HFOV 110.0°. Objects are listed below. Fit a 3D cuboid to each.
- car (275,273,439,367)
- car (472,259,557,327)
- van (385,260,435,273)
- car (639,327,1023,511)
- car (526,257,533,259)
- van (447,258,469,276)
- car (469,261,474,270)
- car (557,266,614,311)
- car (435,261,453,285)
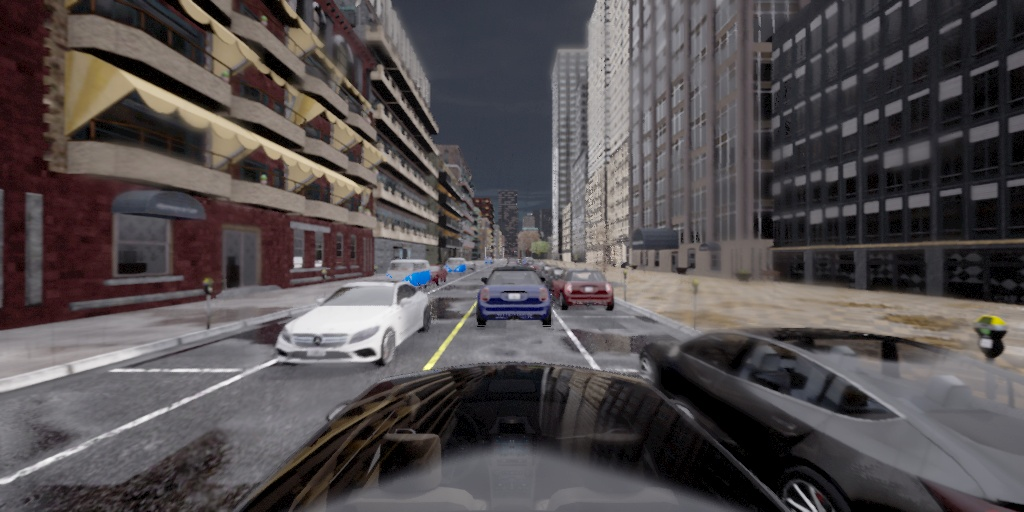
[{"bbox_3d":[-3.113,1.275,8.051,1.812,1.442,4.674,0,0,0],"label":"car"},{"bbox_3d":[0.044,1.101,11.701,2.097,1.767,4.553,0,0,-1],"label":"car"},{"bbox_3d":[-5.692,1.091,19.990,1.690,1.789,3.998,0,0,0],"label":"van"},{"bbox_3d":[2.691,1.315,3.422,1.948,1.339,4.313,0,0,0],"label":"car"},{"bbox_3d":[2.686,1.192,36.558,1.967,1.591,4.097,0,0,0],"label":"car"},{"bbox_3d":[-5.695,1.093,36.558,1.690,1.789,3.998,0,0,0],"label":"van"},{"bbox_3d":[-5.697,1.309,47.603,2.007,1.370,4.403,0,0,0],"label":"car"},{"bbox_3d":[2.690,1.189,14.467,1.967,1.591,4.097,0,0,0],"label":"car"},{"bbox_3d":[-5.693,1.295,25.513,1.888,1.381,4.507,0,0,0],"label":"car"}]
